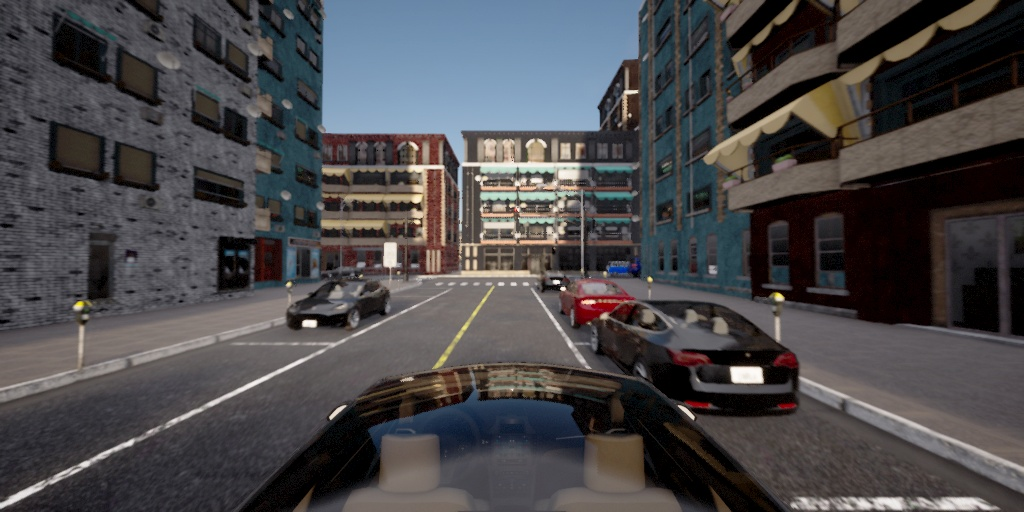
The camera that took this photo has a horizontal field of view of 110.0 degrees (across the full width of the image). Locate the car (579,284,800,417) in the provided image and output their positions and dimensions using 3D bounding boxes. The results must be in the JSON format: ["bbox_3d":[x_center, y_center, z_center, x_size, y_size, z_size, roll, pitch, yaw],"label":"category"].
[{"bbox_3d":[2.566,1.362,6.001,1.948,1.339,4.313,0,0,0],"label":"car"}]

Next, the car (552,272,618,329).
[{"bbox_3d":[2.564,1.403,11.566,1.888,1.381,4.507,0,0,0],"label":"car"}]

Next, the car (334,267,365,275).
[{"bbox_3d":[-19.704,1.919,42.211,4.403,1.370,2.007,0,0,0],"label":"car"}]

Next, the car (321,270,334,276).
[{"bbox_3d":[-19.659,1.628,34.073,4.097,1.591,1.967,0,0,0],"label":"car"}]

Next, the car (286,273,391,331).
[{"bbox_3d":[-5.283,1.423,11.539,1.948,1.339,4.313,0,0,0],"label":"car"}]

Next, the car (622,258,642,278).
[{"bbox_3d":[14.769,1.191,36.983,5.566,2.045,2.150,0,-1,0],"label":"car"}]

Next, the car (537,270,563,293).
[{"bbox_3d":[2.563,1.550,22.692,1.948,1.339,4.313,0,0,0],"label":"car"}]

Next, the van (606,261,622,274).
[{"bbox_3d":[13.081,1.499,42.264,3.998,1.789,1.690,0,0,0],"label":"van"}]
